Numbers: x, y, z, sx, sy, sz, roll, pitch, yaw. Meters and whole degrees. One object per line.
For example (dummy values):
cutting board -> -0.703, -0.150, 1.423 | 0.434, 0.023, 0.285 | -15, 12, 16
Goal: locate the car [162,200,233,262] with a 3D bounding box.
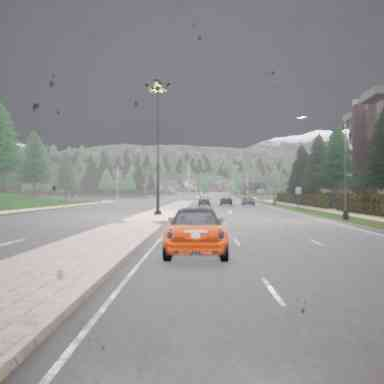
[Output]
car -> 0.161, 1.327, 12.216 | 2.097, 1.767, 4.553 | 0, 0, 1

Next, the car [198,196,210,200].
car -> 1.918, 1.418, 53.182 | 1.812, 1.442, 4.674 | 0, 0, 3

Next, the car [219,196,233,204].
car -> 5.430, 1.371, 53.362 | 1.882, 1.535, 5.008 | 0, 0, 3

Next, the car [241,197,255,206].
car -> 8.926, 1.442, 53.203 | 2.033, 1.411, 5.357 | 0, 0, 3
